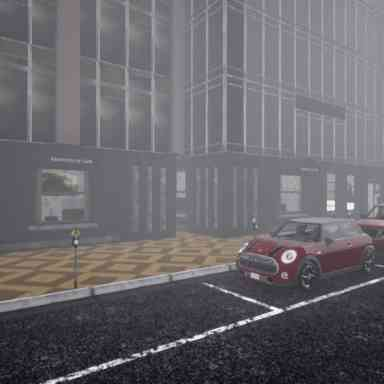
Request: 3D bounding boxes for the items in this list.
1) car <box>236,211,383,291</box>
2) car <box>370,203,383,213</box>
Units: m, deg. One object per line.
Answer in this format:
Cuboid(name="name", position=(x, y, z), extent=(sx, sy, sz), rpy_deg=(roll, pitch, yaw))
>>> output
Cuboid(name="car", position=(3.091, 1.439, 8.938), extent=(4.097, 1.590, 1.967), rpy_deg=(0, 0, -35))
Cuboid(name="car", position=(7.618, 1.310, 12.164), extent=(5.009, 1.841, 2.192), rpy_deg=(0, 0, -35))
